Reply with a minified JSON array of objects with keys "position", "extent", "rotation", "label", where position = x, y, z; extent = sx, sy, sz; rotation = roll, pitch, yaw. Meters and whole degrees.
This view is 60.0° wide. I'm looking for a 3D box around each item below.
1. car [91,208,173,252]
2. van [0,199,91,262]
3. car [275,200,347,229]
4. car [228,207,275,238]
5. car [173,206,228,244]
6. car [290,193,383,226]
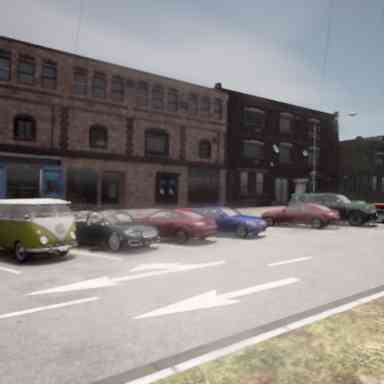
[{"position":[-3.497,1.446,13.576],"extent":[4.892,1.521,2.231],"rotation":[-1,-1,35],"label":"car"},{"position":[-5.881,1.237,11.786],"extent":[4.442,1.987,1.878],"rotation":[-1,-1,35],"label":"van"},{"position":[6.535,1.403,20.306],"extent":[4.674,1.452,2.002],"rotation":[-1,0,37],"label":"car"},{"position":[1.502,1.444,16.973],"extent":[4.674,1.452,2.002],"rotation":[-1,-1,36],"label":"car"},{"position":[-1.000,1.464,15.272],"extent":[4.674,1.452,2.002],"rotation":[-1,0,35],"label":"car"},{"position":[9.090,1.091,21.949],"extent":[5.566,2.045,2.435],"rotation":[-1,-1,37],"label":"car"}]
